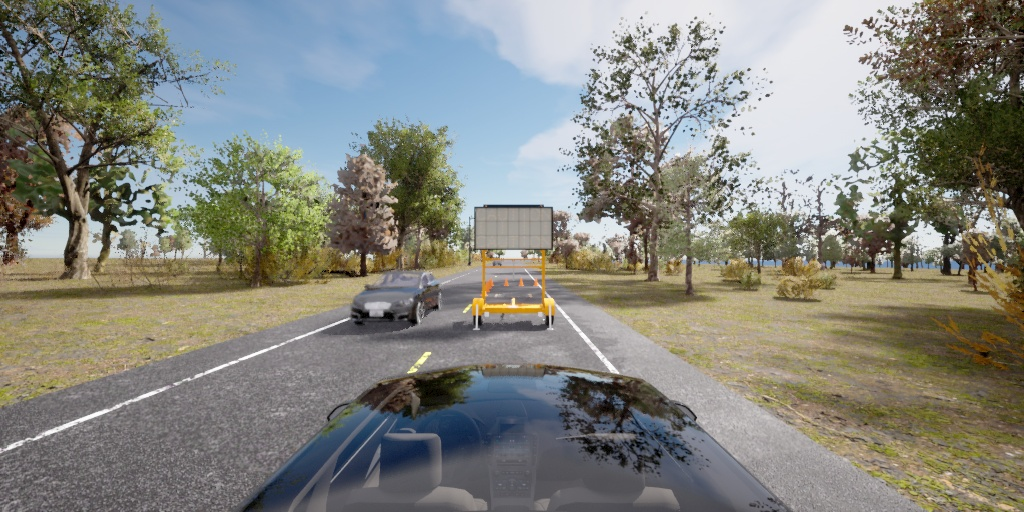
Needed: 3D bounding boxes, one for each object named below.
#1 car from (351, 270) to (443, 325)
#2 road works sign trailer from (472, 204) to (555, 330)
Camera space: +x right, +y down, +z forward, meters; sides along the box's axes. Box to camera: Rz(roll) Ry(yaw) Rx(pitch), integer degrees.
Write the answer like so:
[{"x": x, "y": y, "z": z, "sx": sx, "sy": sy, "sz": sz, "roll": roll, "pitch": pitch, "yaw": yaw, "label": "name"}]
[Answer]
[{"x": -3.552, "y": 1.246, "z": 11.871, "sx": 2.128, "sy": 1.511, "sz": 4.902, "roll": 0, "pitch": 0, "yaw": 0, "label": "car"}, {"x": 0.050, "y": 0.218, "z": 11.094, "sx": 2.380, "sy": 3.560, "sz": 2.880, "roll": 0, "pitch": 0, "yaw": 0, "label": "road works sign trailer"}]
